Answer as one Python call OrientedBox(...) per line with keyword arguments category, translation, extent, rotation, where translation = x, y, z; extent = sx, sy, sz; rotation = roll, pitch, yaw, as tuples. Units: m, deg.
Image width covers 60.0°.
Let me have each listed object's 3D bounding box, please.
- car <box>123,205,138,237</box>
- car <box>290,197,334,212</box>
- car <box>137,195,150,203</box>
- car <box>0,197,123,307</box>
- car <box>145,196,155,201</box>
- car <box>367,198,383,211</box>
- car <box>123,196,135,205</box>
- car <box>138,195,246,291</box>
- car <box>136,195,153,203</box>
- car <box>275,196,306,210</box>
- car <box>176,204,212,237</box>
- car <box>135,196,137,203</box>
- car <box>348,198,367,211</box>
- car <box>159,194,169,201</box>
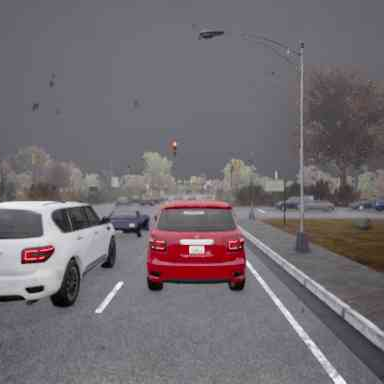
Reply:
OrientedBox(category="car", translation=(-3.412, 1.592, 17.860), extent=(1.895, 1.301, 4.718), rotation=(0, 0, 0))
OrientedBox(category="car", translation=(13.750, 1.545, 37.511), extent=(4.181, 1.385, 1.994), rotation=(0, 0, 3))
OrientedBox(category="car", translation=(-10.553, 1.489, 73.328), extent=(2.128, 1.511, 4.902), rotation=(0, 0, 0))
OrientedBox(category="car", translation=(-3.406, 1.217, 8.092), extent=(2.150, 2.045, 5.566), rotation=(0, 0, 0))
OrientedBox(category="car", translation=(-10.559, 1.554, 83.266), extent=(1.895, 1.301, 4.718), rotation=(0, 0, 0))
OrientedBox(category="car", translation=(23.085, 1.194, 37.008), extent=(5.566, 2.045, 2.150), rotation=(0, 0, 3))
OrientedBox(category="car", translation=(-10.628, 1.481, 51.742), extent=(1.837, 1.490, 4.892), rotation=(0, 0, 0))
OrientedBox(category="car", translation=(0.091, 1.217, 9.153), extent=(2.150, 2.045, 5.566), rotation=(0, 0, 0))
OrientedBox(category="car", translation=(-7.056, 1.522, 52.625), extent=(2.033, 1.411, 5.357), rotation=(0, 0, -2))
OrientedBox(category="car", translation=(12.602, 1.332, 41.080), extent=(4.553, 1.767, 2.097), rotation=(0, 0, 3))
OrientedBox(category="car", translation=(0.087, 1.516, 18.847), extent=(1.812, 1.442, 4.674), rotation=(0, 0, 0))
OrientedBox(category="car", translation=(-10.595, 1.517, 63.385), extent=(2.033, 1.411, 5.357), rotation=(0, 0, 0))
OrientedBox(category="car", translation=(21.732, 1.479, 40.588), extent=(4.892, 1.490, 1.837), rotation=(0, 0, 3))
OrientedBox(category="car", translation=(-7.059, 1.315, 82.902), extent=(2.097, 1.767, 4.553), rotation=(0, 0, 0))
